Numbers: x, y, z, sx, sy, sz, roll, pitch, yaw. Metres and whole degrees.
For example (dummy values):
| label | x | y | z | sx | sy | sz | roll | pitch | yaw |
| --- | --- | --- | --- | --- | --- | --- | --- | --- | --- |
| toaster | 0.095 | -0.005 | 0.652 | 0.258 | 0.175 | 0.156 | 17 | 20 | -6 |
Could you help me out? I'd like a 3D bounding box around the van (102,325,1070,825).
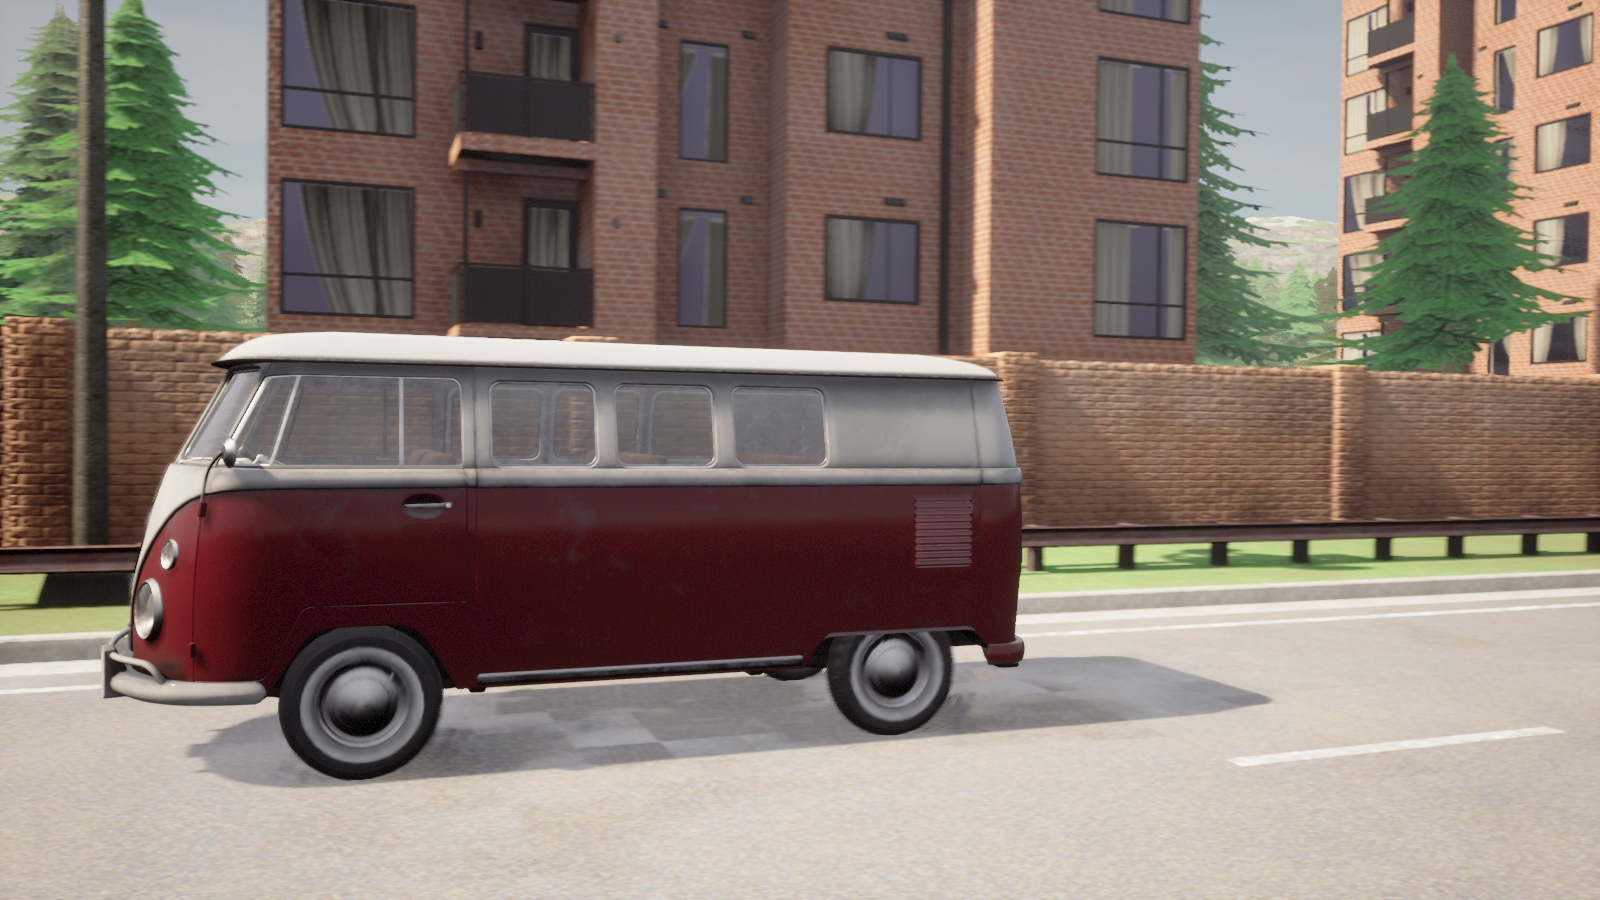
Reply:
| label | x | y | z | sx | sy | sz | roll | pitch | yaw |
| --- | --- | --- | --- | --- | --- | --- | --- | --- | --- |
| van | -0.990 | 0.454 | 6.604 | 4.442 | 1.987 | 1.775 | -1 | 1 | -21 |
